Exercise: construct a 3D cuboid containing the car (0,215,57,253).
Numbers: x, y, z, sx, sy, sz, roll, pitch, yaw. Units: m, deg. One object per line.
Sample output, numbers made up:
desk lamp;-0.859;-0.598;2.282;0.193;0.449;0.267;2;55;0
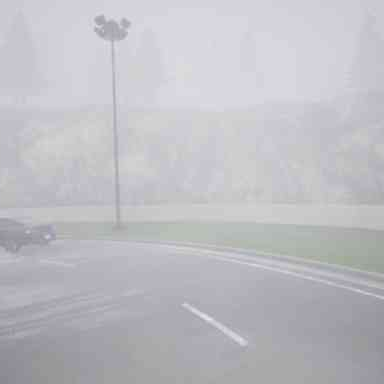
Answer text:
car;-8.229;1.776;14.670;4.674;1.442;1.812;-2;0;19
